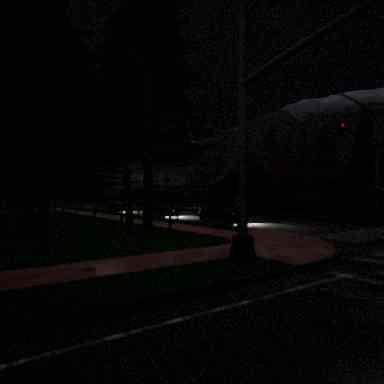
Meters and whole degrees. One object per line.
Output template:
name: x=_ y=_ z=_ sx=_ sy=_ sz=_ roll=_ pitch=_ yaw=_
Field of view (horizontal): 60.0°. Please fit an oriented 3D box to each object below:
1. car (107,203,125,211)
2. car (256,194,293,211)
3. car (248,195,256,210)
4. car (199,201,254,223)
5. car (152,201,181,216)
car: x=-8.838 y=1.565 z=40.587 sx=1.994 sy=1.385 sz=4.181 roll=0 pitch=0 yaw=-37
car: x=9.801 y=1.189 z=37.290 sx=4.605 sy=1.855 sz=1.932 roll=0 pitch=0 yaw=-37
car: x=7.983 y=1.191 z=39.070 sx=3.866 sy=1.878 sz=1.905 roll=0 pitch=0 yaw=-37
car: x=2.368 y=1.566 z=25.607 sx=1.994 sy=1.385 sz=4.181 roll=0 pitch=0 yaw=-37
car: x=-2.904 y=1.566 z=32.678 sx=1.994 sy=1.385 sz=4.181 roll=0 pitch=0 yaw=-37
